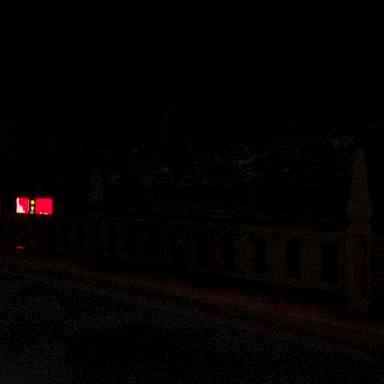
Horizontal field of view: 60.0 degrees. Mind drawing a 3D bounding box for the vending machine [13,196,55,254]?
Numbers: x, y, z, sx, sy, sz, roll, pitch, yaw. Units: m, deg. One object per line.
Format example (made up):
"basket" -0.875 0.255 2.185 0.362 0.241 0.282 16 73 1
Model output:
"vending machine" -6.039 1.193 12.755 0.880 2.100 1.100 0 0 29
